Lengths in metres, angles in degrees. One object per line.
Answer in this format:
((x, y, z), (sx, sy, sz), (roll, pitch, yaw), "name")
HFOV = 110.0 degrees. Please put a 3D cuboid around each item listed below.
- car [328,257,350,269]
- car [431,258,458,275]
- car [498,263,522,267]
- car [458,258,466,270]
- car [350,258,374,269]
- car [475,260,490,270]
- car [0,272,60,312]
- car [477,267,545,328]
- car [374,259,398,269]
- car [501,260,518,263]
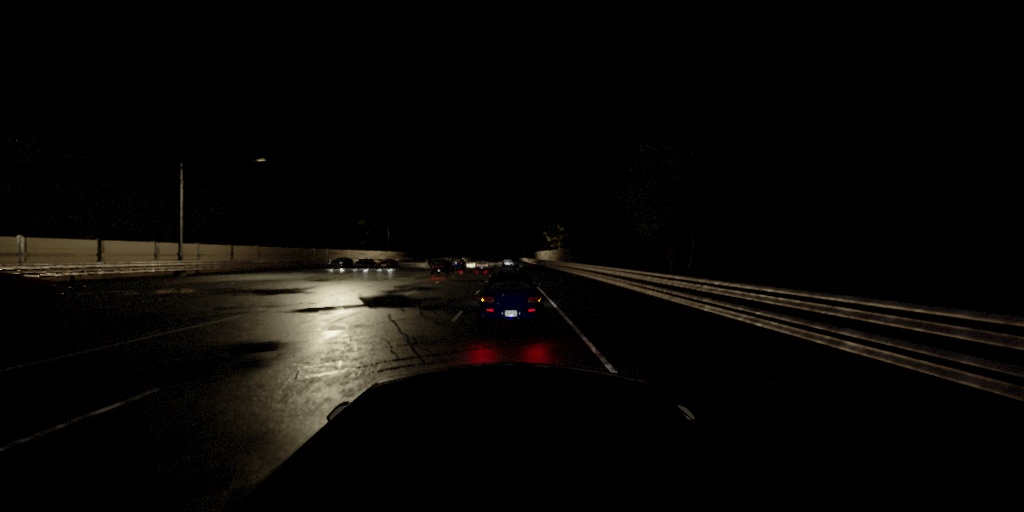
((-25.384, 0.948, 53.399), (2.097, 1.767, 4.553), (0, 0, -1), "car")
((-7.323, 1.177, 38.130), (1.837, 1.490, 4.892), (0, 0, -1), "car")
((-0.133, 1.309, 21.683), (1.895, 1.301, 4.718), (0, 0, -1), "car")
((-7.631, 1.019, 50.341), (2.097, 1.767, 4.553), (0, 0, -2), "car")
((-21.889, 1.117, 53.592), (1.837, 1.490, 4.892), (0, -1, -1), "car")
((-4.138, 1.281, 50.615), (1.895, 1.301, 4.718), (0, 0, -2), "car")
((-17.198, 1.197, 10.971), (1.812, 1.442, 4.674), (0, 0, -2), "car")
((-0.037, 1.247, 11.153), (1.812, 1.442, 4.674), (0, 0, 0), "car")
((-18.387, 1.149, 53.455), (1.812, 1.442, 4.674), (0, 0, -1), "car")
((-0.173, 1.194, 31.019), (2.128, 1.511, 4.902), (0, 0, -1), "car")
